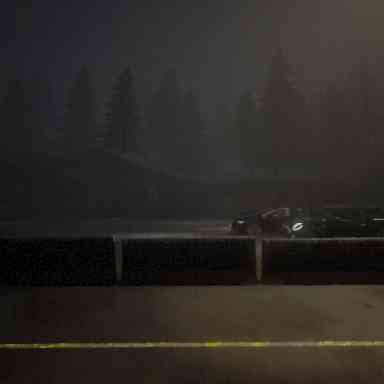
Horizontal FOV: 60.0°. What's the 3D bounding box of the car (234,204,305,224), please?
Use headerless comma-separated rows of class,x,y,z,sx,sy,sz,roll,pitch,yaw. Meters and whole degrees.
car,5.557,1.599,24.339,4.718,1.301,1.895,0,0,-1

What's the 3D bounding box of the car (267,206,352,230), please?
car,7.255,1.597,20.870,4.718,1.301,1.895,0,0,-1

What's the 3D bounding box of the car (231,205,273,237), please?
car,4.495,1.491,17.319,4.902,1.511,2.128,0,0,-1

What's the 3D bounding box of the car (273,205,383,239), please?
car,6.005,1.352,13.846,4.553,1.767,2.097,0,0,-1
